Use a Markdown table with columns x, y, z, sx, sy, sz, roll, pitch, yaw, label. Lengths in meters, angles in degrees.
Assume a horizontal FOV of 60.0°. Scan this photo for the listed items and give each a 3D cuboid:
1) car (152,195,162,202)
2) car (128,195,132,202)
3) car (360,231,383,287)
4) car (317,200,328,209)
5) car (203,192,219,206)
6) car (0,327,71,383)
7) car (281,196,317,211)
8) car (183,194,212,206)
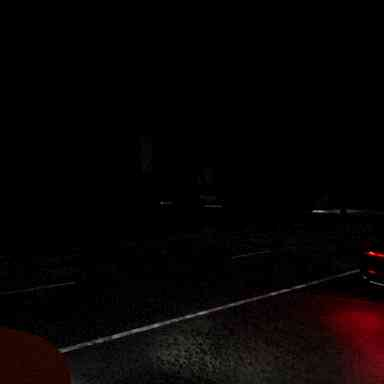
| x | y | z | sx | sy | sz | roll | pitch | yaw | label |
| --- | --- | --- | --- | --- | --- | --- | --- | --- | --- |
| -7.849 | 1.298 | 65.837 | 2.128 | 1.511 | 4.902 | -1 | 0 | -39 | car |
| -10.585 | 1.343 | 63.655 | 1.837 | 1.490 | 4.892 | -1 | 0 | -39 | car |
| 5.930 | 1.467 | 7.976 | 4.892 | 1.490 | 1.837 | 0 | 0 | -35 | car |
| 13.429 | 1.232 | 39.150 | 1.882 | 1.535 | 5.008 | -1 | 0 | -39 | car |
| 3.595 | 0.982 | 51.402 | 2.150 | 2.045 | 5.566 | -1 | 1 | -39 | car |
| -3.142 | 1.478 | 1.485 | 5.008 | 1.535 | 1.882 | 0 | 0 | -36 | car |
| 11.019 | 1.348 | 36.564 | 1.994 | 1.385 | 4.181 | -1 | 0 | -39 | car |
| 0.483 | 1.357 | 49.698 | 1.994 | 1.385 | 4.181 | -1 | 0 | -39 | car |
